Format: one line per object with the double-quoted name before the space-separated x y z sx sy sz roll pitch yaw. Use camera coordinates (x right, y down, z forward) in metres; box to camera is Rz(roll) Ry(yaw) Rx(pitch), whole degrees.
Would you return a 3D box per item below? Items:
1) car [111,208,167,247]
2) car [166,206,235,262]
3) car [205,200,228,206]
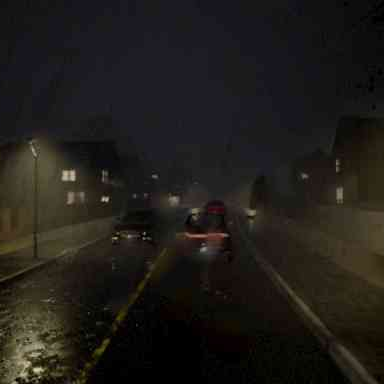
"car" -2.229 1.515 15.294 1.837 1.490 4.892 0 0 4
"car" 0.525 1.497 12.147 2.128 1.511 4.902 0 0 4
"car" 2.104 1.475 29.222 1.882 1.535 5.008 0 0 7
